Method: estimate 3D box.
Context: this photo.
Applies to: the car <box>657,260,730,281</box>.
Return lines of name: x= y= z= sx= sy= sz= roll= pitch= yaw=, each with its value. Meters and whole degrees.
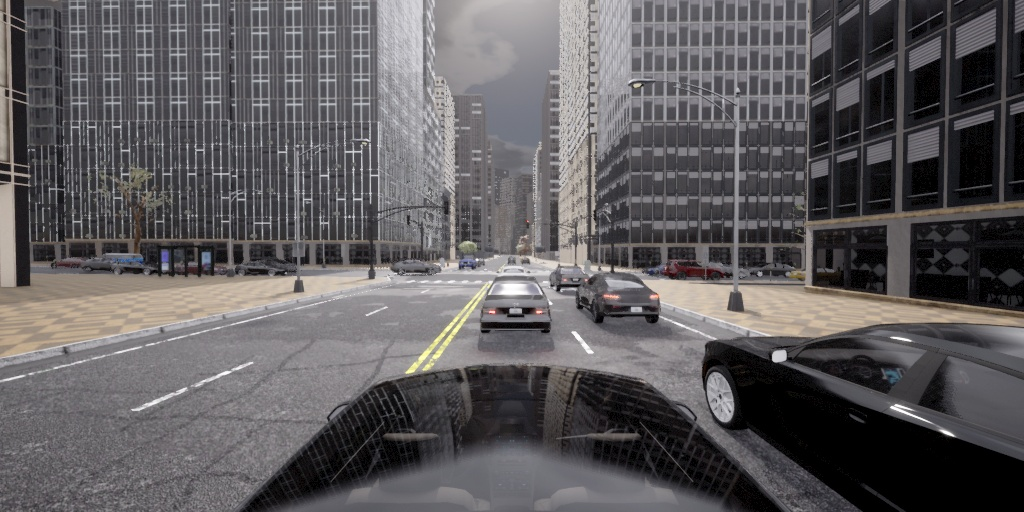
car: x=16.170 y=1.267 z=32.169 sx=5.009 sy=1.841 sz=2.192 roll=0 pitch=0 yaw=1

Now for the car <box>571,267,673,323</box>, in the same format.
car: x=3.344 y=1.271 z=11.930 sx=1.812 sy=1.442 sz=4.674 roll=0 pitch=0 yaw=0

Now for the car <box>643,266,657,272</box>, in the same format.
car: x=16.696 y=1.410 z=37.940 sx=5.357 sy=1.411 sz=2.033 roll=0 pitch=1 yaw=1

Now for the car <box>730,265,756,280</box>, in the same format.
car: x=20.214 y=1.438 z=34.680 sx=4.902 sy=1.511 sz=2.128 roll=0 pitch=1 yaw=1

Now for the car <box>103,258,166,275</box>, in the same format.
car: x=-34.121 y=1.068 z=32.963 sx=4.313 sy=1.339 sz=1.948 roll=0 pitch=0 yaw=1

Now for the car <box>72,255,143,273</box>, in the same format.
car: x=-39.876 y=0.899 z=35.718 sx=4.902 sy=1.511 sz=2.128 roll=0 pitch=1 yaw=1

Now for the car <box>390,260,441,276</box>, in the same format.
car: x=-9.630 y=1.158 z=36.044 sx=4.902 sy=1.511 sz=2.128 roll=0 pitch=1 yaw=-11

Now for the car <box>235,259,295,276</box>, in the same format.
car: x=-22.756 y=1.172 z=32.666 sx=4.313 sy=1.339 sz=1.948 roll=0 pitch=0 yaw=1

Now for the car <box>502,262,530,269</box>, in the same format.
car: x=0.086 y=1.265 z=20.251 sx=1.812 sy=1.442 sz=4.674 roll=0 pitch=0 yaw=0

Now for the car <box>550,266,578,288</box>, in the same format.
car: x=3.337 y=1.286 z=21.341 sx=2.033 sy=1.411 sz=5.357 roll=0 pitch=0 yaw=0

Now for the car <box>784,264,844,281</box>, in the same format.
car: x=27.618 y=1.577 z=31.982 sx=4.829 sy=1.417 sz=1.751 roll=0 pitch=0 yaw=1

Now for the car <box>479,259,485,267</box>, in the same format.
car: x=-6.613 y=1.191 z=63.808 sx=2.128 sy=1.511 sz=4.902 roll=0 pitch=0 yaw=0

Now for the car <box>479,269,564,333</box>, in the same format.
car: x=0.094 y=1.293 z=10.660 sx=2.033 sy=1.411 sz=5.357 roll=0 pitch=0 yaw=0

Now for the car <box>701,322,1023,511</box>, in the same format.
car: x=3.344 y=1.227 z=2.584 sx=1.882 sy=1.535 sz=5.008 roll=0 pitch=0 yaw=0

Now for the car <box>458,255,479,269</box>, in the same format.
car: x=-6.639 y=0.933 z=53.890 sx=2.150 sy=2.045 sz=5.566 roll=0 pitch=0 yaw=0

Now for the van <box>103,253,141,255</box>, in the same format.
van: x=-45.319 y=0.603 z=41.615 sx=3.998 sy=1.789 sz=1.690 roll=0 pitch=0 yaw=1

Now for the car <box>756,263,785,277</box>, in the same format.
car: x=27.012 y=1.458 z=37.769 sx=4.892 sy=1.490 sz=1.837 roll=1 pitch=1 yaw=1

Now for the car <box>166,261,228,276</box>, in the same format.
car: x=-28.440 y=1.136 z=32.794 sx=4.207 sy=1.307 sz=1.802 roll=0 pitch=0 yaw=1

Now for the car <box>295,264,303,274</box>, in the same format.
car: x=-23.277 y=1.061 z=35.382 sx=4.892 sy=1.490 sz=1.837 roll=1 pitch=1 yaw=1
